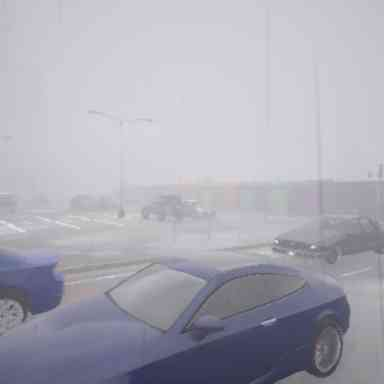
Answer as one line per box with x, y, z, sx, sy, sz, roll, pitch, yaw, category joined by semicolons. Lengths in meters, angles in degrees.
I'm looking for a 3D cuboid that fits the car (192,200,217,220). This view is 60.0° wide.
0.182;1.380;26.578;1.970;1.475;3.806;0;0;-37;car

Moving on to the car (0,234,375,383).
0.084;1.523;4.020;4.674;1.442;1.812;0;0;-35;car

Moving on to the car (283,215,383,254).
5.276;1.538;11.933;5.357;1.411;2.033;0;0;-35;car

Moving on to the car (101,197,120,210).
-10.327;1.346;40.529;1.784;1.438;3.905;0;0;-37;car

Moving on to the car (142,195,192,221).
-2.139;1.143;24.847;1.905;1.878;3.866;0;0;-37;car

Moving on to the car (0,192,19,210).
-26.168;1.139;47.545;1.932;1.855;4.605;0;0;-37;car

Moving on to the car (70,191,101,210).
-12.682;1.138;38.840;1.932;1.855;4.605;0;0;-37;car

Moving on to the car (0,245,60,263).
-4.583;1.477;4.999;5.008;1.535;1.882;0;0;-35;car
